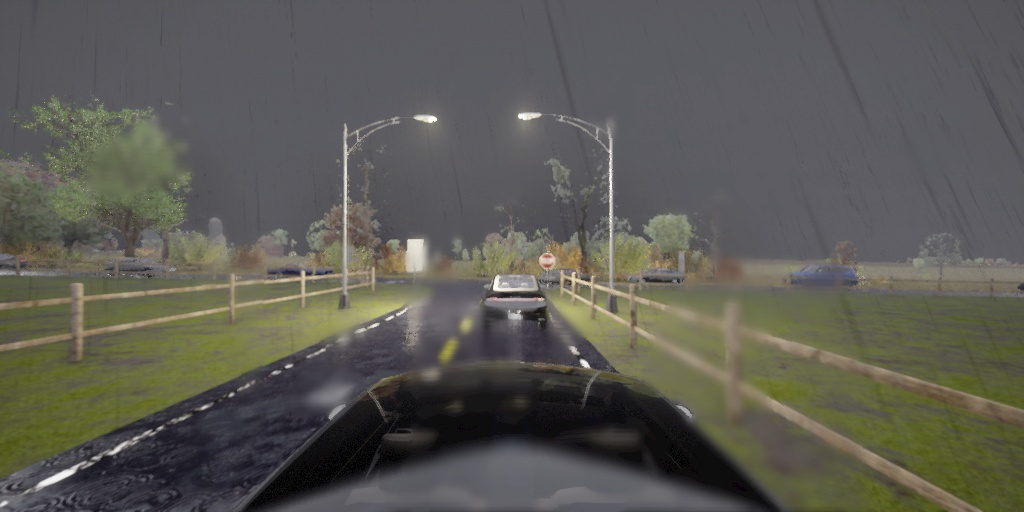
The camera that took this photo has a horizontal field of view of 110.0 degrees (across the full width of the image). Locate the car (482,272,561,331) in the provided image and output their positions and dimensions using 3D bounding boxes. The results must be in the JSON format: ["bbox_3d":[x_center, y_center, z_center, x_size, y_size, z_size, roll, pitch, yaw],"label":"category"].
[{"bbox_3d":[0.099,1.343,11.438,2.128,1.511,4.902,0,0,0],"label":"car"}]

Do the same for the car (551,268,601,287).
[{"bbox_3d":[4.666,1.688,28.428,5.357,1.411,2.033,2,0,-35],"label":"car"}]

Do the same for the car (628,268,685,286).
[{"bbox_3d":[12.993,1.847,32.383,4.902,1.511,2.128,1,0,0],"label":"car"}]

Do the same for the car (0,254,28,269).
[{"bbox_3d":[-46.977,0.553,32.391,4.902,1.511,2.128,1,0,1],"label":"car"}]

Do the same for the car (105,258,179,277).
[{"bbox_3d":[-30.292,0.920,29.478,4.902,1.511,2.128,1,0,0],"label":"car"}]

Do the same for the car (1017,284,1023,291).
[{"bbox_3d":[48.773,2.629,32.252,4.892,1.490,1.837,2,0,0],"label":"car"}]

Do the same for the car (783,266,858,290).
[{"bbox_3d":[27.782,1.895,32.366,5.566,2.045,2.150,1,0,0],"label":"car"}]

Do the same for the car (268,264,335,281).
[{"bbox_3d":[-17.203,1.315,29.465,4.718,1.301,1.895,1,0,0],"label":"car"}]
